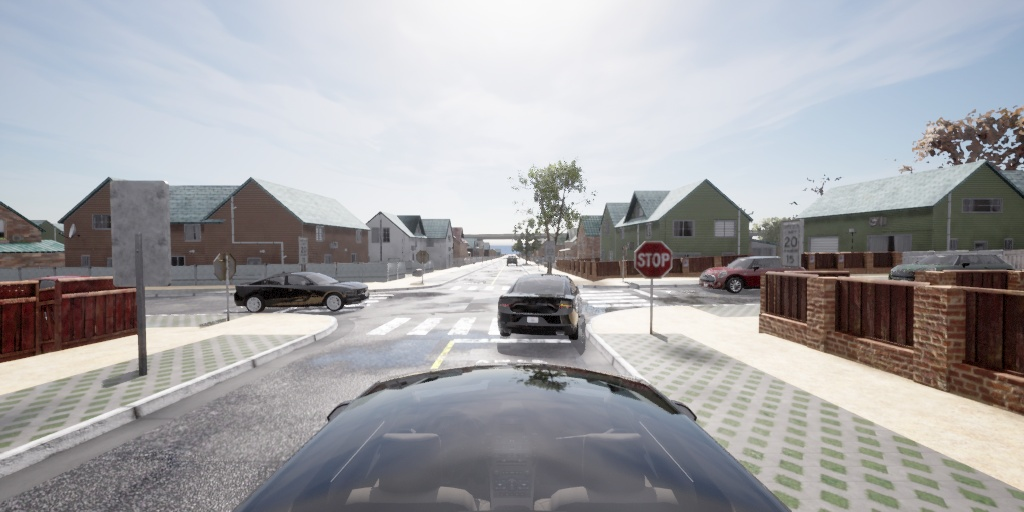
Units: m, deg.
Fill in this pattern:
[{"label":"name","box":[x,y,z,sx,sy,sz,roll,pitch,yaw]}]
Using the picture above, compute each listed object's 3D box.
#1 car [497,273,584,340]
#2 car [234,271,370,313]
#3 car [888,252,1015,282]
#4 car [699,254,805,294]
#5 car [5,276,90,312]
[{"label":"car","box":[0.960,1.225,10.134,1.882,1.535,5.008,0,0,12]},{"label":"car","box":[-8.464,1.377,14.664,5.008,1.535,1.882,-1,2,0]},{"label":"car","box":[21.707,0.646,17.809,4.553,1.767,2.097,-1,2,0]},{"label":"car","box":[11.812,0.820,17.740,4.553,1.767,2.097,-1,2,0]},{"label":"car","box":[-18.017,1.547,14.604,5.008,1.535,1.882,-1,2,0]}]
